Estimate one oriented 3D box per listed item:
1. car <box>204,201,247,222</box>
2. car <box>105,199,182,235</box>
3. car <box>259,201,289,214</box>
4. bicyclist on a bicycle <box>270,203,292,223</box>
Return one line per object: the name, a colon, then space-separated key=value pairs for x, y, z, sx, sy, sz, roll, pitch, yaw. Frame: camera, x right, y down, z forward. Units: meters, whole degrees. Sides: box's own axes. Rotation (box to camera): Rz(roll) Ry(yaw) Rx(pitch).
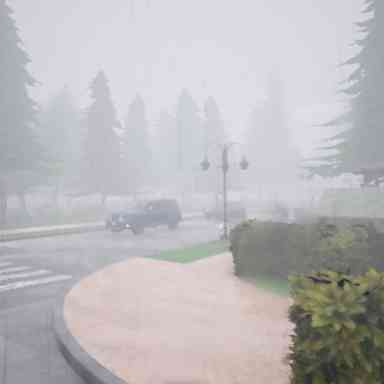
car: x=3.029 y=1.609 z=29.675 sx=2.097 sy=1.767 sz=4.553 roll=0 pitch=0 yaw=37
car: x=-2.933 y=1.479 z=21.478 sx=2.150 sy=2.045 sz=5.566 roll=0 pitch=0 yaw=36
car: x=9.401 y=1.745 z=37.892 sx=2.128 sy=1.511 sz=4.902 roll=0 pitch=0 yaw=40
bicyclist on a bicycle: x=5.303 y=1.510 z=20.146 sx=1.656 sy=1.620 sz=0.582 roll=-1 pitch=0 yaw=36
